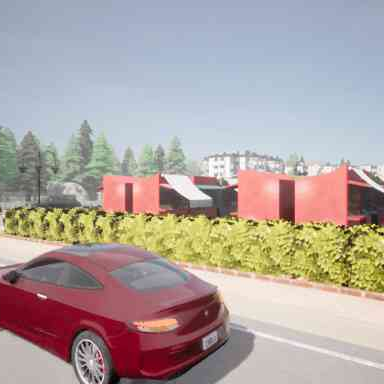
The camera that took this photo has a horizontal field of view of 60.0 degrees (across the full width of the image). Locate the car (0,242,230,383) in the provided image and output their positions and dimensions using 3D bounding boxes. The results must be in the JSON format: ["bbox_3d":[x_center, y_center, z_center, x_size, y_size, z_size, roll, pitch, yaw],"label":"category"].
[{"bbox_3d":[-1.649,1.526,5.171,4.674,1.442,1.812,0,0,36],"label":"car"}]

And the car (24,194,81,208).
[{"bbox_3d":[-14.477,1.277,34.375,2.150,2.045,5.566,0,0,36],"label":"car"}]

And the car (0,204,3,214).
[{"bbox_3d":[-20.748,1.407,31.727,2.097,1.767,4.553,0,0,36],"label":"car"}]

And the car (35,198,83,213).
[{"bbox_3d":[-15.479,1.533,38.925,1.882,1.535,5.008,0,0,36],"label":"car"}]
